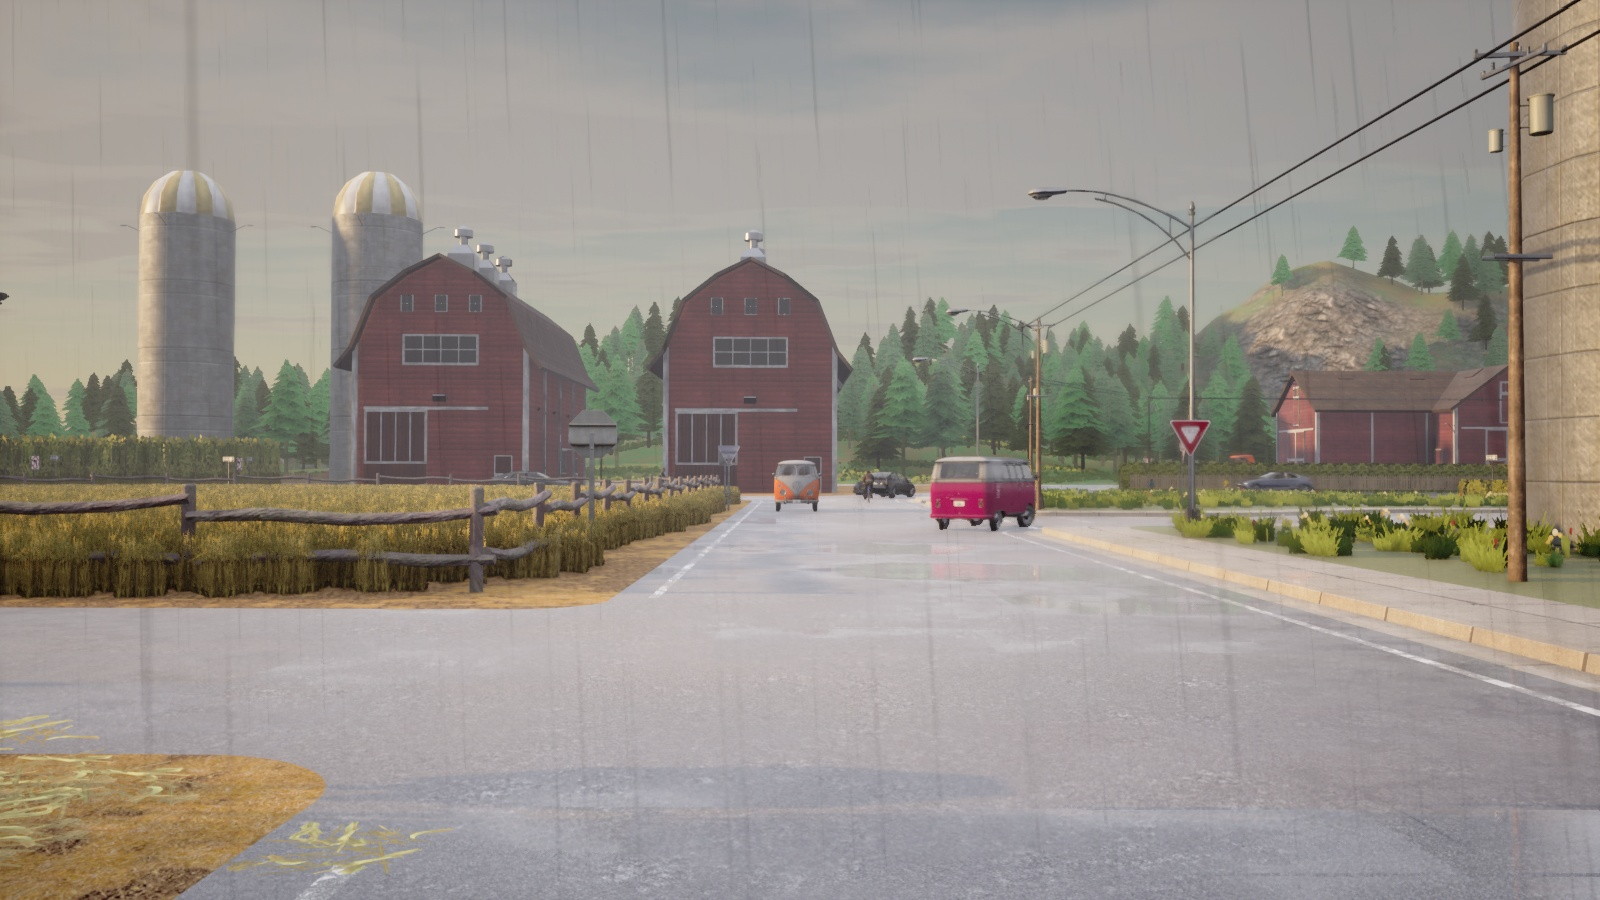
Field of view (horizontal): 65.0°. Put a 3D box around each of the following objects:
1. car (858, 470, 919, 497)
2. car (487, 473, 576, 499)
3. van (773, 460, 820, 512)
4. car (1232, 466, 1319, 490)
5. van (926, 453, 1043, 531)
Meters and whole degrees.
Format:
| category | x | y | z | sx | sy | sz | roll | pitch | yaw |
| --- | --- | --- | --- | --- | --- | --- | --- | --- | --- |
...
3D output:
| category | x | y | z | sx | sy | sz | roll | pitch | yaw |
| --- | --- | --- | --- | --- | --- | --- | --- | --- | --- |
| car | 5.187 | 1.938 | 72.865 | 2.007 | 1.525 | 4.514 | -1 | -1 | 25 |
| car | -15.692 | 2.116 | 73.613 | 4.892 | 1.490 | 1.837 | 0 | -1 | -3 |
| van | -0.120 | 1.404 | 49.858 | 1.775 | 1.987 | 4.442 | 0 | -1 | 0 |
| car | 32.209 | 1.894 | 85.188 | 5.027 | 1.651 | 2.152 | 0 | -1 | 0 |
| van | 5.158 | 1.127 | 34.590 | 1.775 | 1.987 | 4.442 | -1 | -1 | 28 |
